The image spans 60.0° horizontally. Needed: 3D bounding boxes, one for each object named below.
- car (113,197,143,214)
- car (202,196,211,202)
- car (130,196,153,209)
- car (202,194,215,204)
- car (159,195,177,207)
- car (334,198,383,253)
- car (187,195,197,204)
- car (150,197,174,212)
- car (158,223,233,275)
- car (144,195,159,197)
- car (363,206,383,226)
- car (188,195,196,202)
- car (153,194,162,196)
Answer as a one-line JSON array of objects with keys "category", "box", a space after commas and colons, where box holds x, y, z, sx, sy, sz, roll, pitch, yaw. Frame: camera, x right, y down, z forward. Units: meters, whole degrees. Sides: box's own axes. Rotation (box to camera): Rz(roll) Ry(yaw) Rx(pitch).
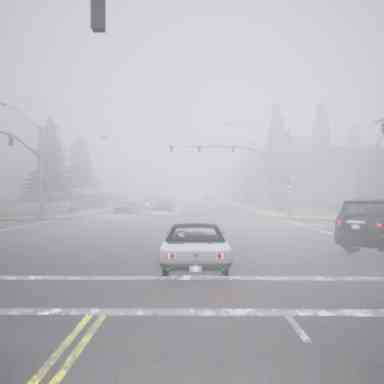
[{"category": "car", "box": [-7.137, 1.629, 36.346, 2.033, 1.411, 5.357, 0, 0, 2]}, {"category": "car", "box": [3.503, 1.583, 79.023, 1.994, 1.385, 4.181, 0, 0, 0]}, {"category": "car", "box": [-7.081, 1.651, 46.418, 2.033, 1.411, 5.357, 0, 0, 0]}, {"category": "car", "box": [3.503, 1.372, 68.371, 2.150, 2.045, 5.566, 0, 0, 0]}, {"category": "car", "box": [-3.579, 1.616, 49.747, 1.837, 1.490, 4.892, 0, 0, -1]}, {"category": "car", "box": [7.731, 1.249, 12.450, 5.566, 2.045, 2.150, 0, -2, -32]}, {"category": "car", "box": [0.003, 1.672, 68.714, 1.812, 1.442, 4.674, 0, 0, 0]}, {"category": "car", "box": [-3.585, 1.655, 41.030, 1.994, 1.385, 4.181, 0, 0, 0]}, {"category": "car", "box": [0.095, 1.624, 10.485, 1.895, 1.301, 4.718, 0, 0, 0]}, {"category": "car", "box": [-7.014, 1.689, 56.394, 1.994, 1.385, 4.181, 0, 0, 1]}, {"category": "car", "box": [14.934, 1.653, 23.491, 4.718, 1.301, 1.895, 0, 0, 0]}, {"category": "car", "box": [0.003, 1.555, 79.023, 1.812, 1.442, 4.674, 0, 0, 0]}, {"category": "car", "box": [-6.997, 1.370, 66.887, 2.150, 2.045, 5.566, 0, 0, 0]}]
